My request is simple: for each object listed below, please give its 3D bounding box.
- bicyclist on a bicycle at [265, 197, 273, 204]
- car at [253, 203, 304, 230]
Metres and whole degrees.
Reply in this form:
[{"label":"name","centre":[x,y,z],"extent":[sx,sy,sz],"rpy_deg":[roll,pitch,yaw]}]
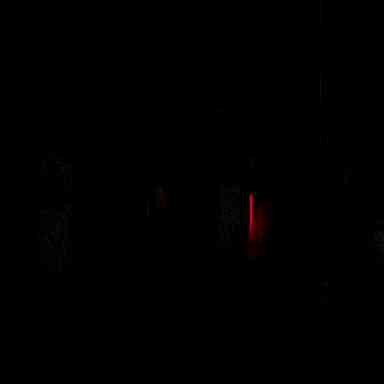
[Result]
[{"label":"bicyclist on a bicycle","centre":[7.383,1.349,32.117],"extent":[1.656,1.620,0.582],"rpy_deg":[0,0,-36]},{"label":"car","centre":[4.772,1.478,21.386],"extent":[1.882,1.535,5.008],"rpy_deg":[0,0,-37]}]
